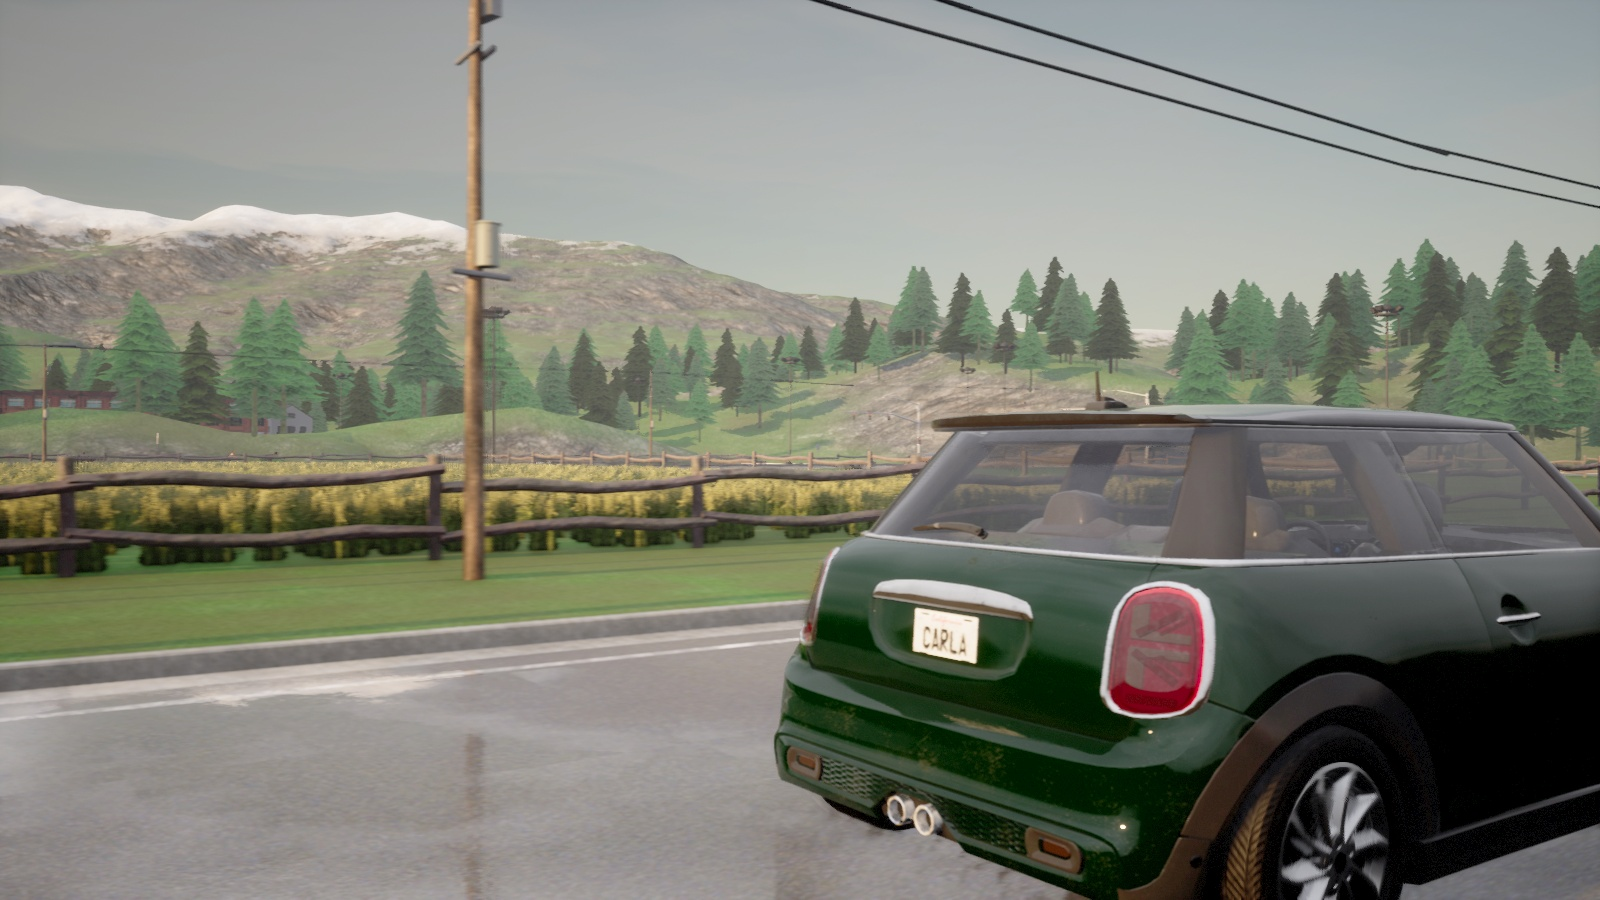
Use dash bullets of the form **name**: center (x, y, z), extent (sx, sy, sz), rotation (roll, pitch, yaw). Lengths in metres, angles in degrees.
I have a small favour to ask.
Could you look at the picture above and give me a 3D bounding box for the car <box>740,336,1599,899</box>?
- **car**: center (2.241, 0.611, 5.219), extent (4.553, 1.767, 2.097), rotation (0, 0, -35)
